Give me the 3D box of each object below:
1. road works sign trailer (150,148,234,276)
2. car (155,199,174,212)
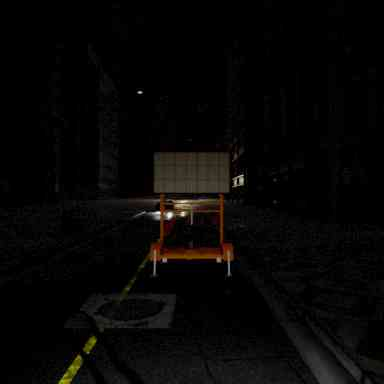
[{"bbox_3d":[-0.009,0.464,10.307,2.380,3.560,2.880,0,0,0],"label":"road works sign trailer"},{"bbox_3d":[-3.140,1.555,38.842,1.994,1.385,4.181,0,0,0],"label":"car"}]
